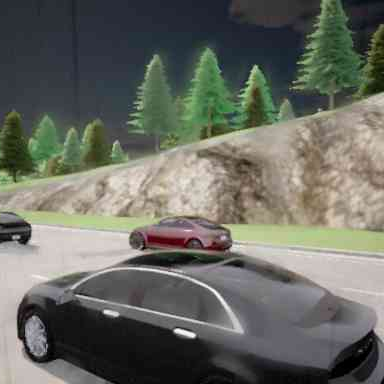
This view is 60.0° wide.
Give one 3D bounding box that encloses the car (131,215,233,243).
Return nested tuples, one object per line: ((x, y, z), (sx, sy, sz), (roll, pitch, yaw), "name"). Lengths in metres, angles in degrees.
((-0.514, 1.608, 12.981), (4.181, 1.385, 1.994), (0, 0, 35), "car")

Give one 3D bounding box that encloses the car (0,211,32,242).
((-9.011, 1.582, 14.741), (4.892, 1.490, 1.837), (0, 0, 36), "car")

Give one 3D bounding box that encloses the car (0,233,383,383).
((-0.337, 1.520, 4.275), (4.892, 1.490, 1.837), (0, 0, 35), "car")
